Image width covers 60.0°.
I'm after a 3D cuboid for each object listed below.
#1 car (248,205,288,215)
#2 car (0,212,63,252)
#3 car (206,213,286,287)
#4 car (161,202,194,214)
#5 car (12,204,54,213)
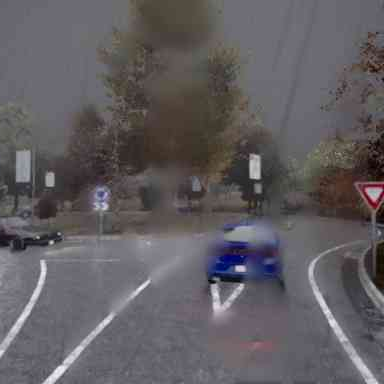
[{"bbox_3d":[9.117,2.335,40.392,2.033,1.411,5.357,1,-1,-33],"label":"car"},{"bbox_3d":[-8.576,1.782,14.898,5.357,1.411,2.033,0,-1,14],"label":"car"},{"bbox_3d":[1.715,1.610,9.852,1.882,1.535,5.008,-1,-1,14],"label":"car"},{"bbox_3d":[-2.000,2.210,47.160,4.553,1.767,2.097,0,-1,11],"label":"car"},{"bbox_3d":[-18.729,2.211,39.173,1.837,1.490,4.892,-1,1,32],"label":"car"}]
